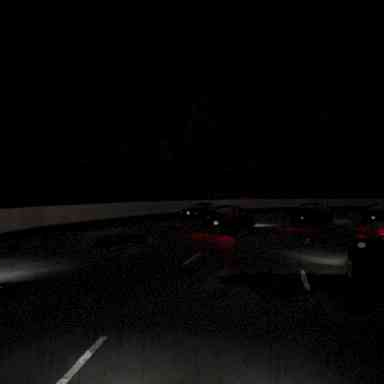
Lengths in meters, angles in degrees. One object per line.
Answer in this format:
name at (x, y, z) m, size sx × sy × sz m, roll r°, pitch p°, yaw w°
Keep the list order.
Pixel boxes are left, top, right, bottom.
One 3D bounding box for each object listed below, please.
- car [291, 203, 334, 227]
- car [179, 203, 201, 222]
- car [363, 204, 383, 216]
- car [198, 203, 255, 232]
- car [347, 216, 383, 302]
car at (8.577, 1.522, 23.567) m, size 1.882 × 1.535 × 5.008 m, roll 0°, pitch 0°, yaw 36°
car at (1.137, 1.540, 25.664) m, size 2.033 × 1.411 × 5.357 m, roll 0°, pitch 0°, yaw 34°
car at (14.223, 1.607, 24.918) m, size 1.812 × 1.442 × 4.674 m, roll 0°, pitch 0°, yaw 42°
car at (2.403, 1.530, 20.408) m, size 1.812 × 1.442 × 4.674 m, roll 0°, pitch 0°, yaw 28°
car at (4.554, 1.504, 6.544) m, size 1.882 × 1.535 × 5.008 m, roll 0°, pitch 0°, yaw 11°
